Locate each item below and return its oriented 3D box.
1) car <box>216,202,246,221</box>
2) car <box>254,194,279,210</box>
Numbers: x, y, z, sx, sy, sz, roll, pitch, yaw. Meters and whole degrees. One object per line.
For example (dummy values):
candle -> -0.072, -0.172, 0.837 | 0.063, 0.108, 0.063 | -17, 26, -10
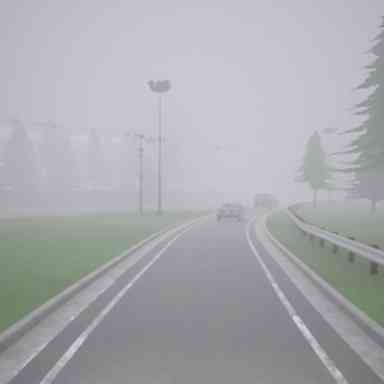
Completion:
car -> 3.292, 1.547, 27.141 | 2.033, 1.411, 5.357 | 0, 0, 16
car -> 9.775, 1.223, 43.662 | 2.150, 2.045, 5.566 | 0, 0, 27
